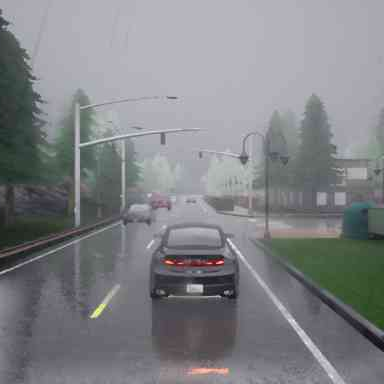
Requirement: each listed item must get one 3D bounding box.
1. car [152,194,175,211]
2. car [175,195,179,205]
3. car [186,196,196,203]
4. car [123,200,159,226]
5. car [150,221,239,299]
[{"bbox_3d":[-3.693,1.221,41.688,2.150,2.045,5.566,0,0,0],"label":"car"},{"bbox_3d":[-3.706,1.525,59.442,1.812,1.442,4.674,0,0,0],"label":"car"},{"bbox_3d":[-0.147,1.564,66.664,1.994,1.385,4.181,0,0,0],"label":"car"},{"bbox_3d":[-3.635,1.541,23.645,1.812,1.442,4.674,1,0,0],"label":"car"},{"bbox_3d":[0.055,1.505,8.456,1.837,1.490,4.892,0,0,0],"label":"car"}]
